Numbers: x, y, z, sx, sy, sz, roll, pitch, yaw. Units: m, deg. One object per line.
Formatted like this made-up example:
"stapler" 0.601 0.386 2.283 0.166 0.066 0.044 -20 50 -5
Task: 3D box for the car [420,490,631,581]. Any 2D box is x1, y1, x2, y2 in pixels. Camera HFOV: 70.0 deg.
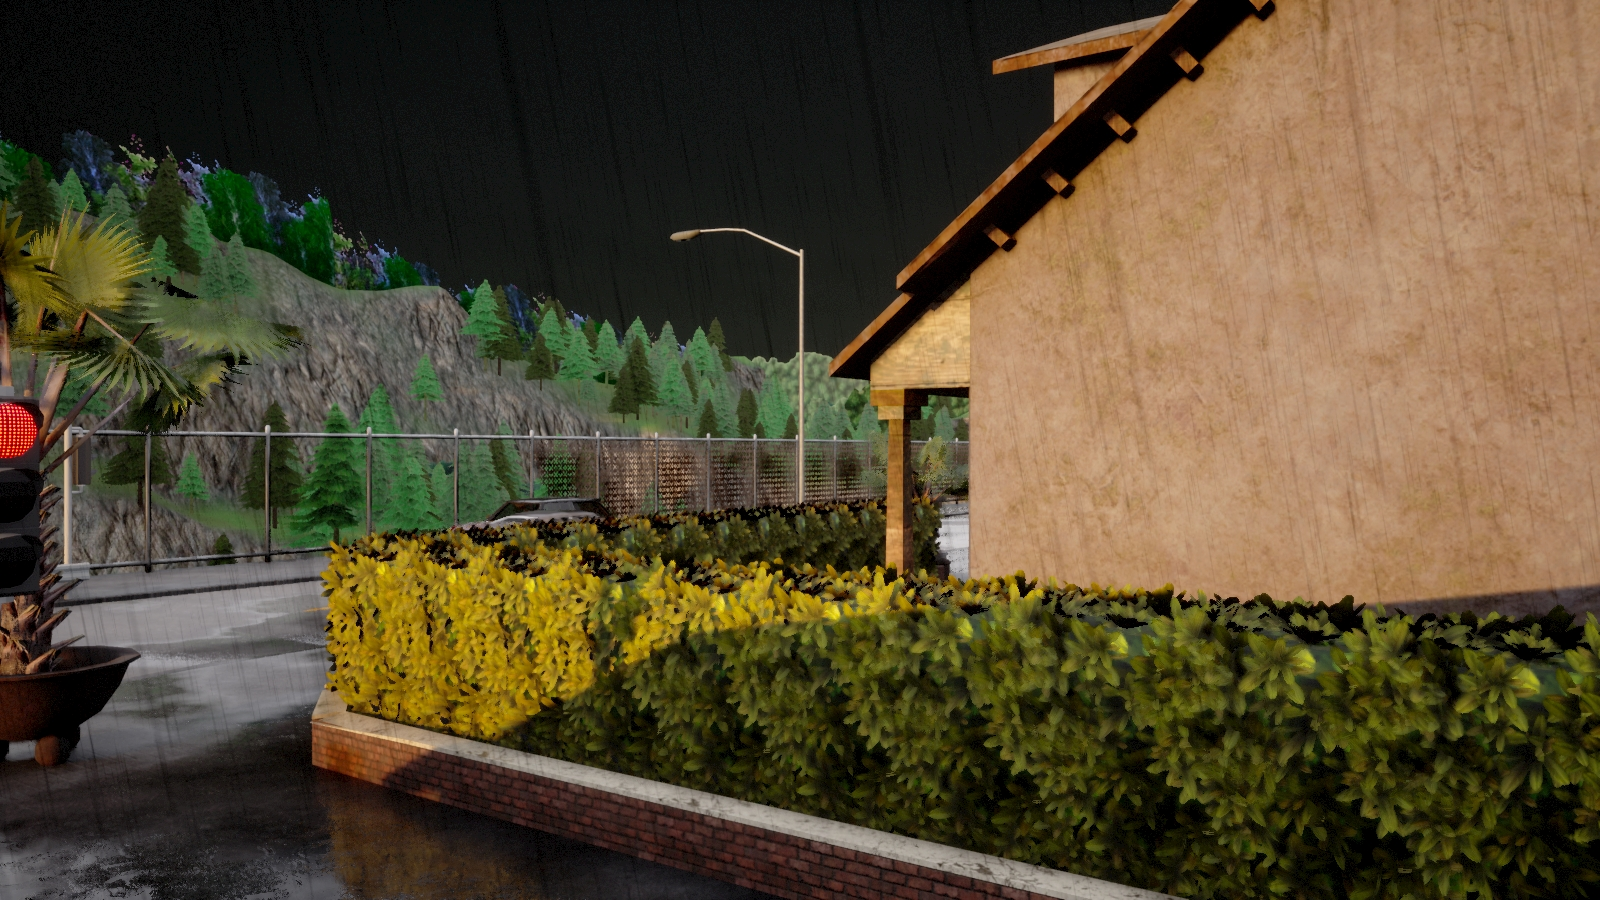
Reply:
"car" -6.312 1.906 26.765 2.097 1.767 4.553 0 0 35
